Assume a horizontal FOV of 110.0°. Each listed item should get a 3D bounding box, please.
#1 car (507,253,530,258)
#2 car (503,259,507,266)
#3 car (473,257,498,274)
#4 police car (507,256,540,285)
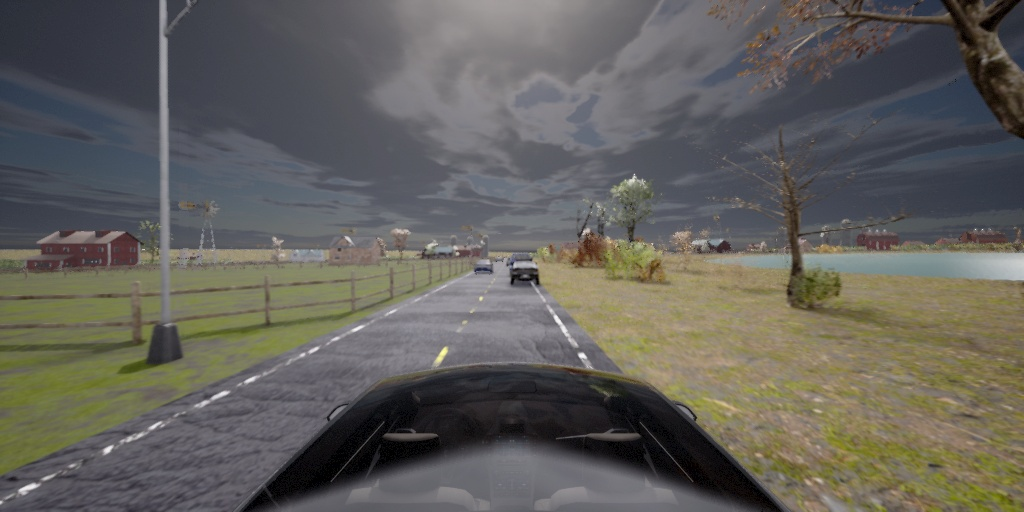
[{"bbox_3d":[0.830,0.753,34.617,2.150,2.045,5.566,0,0,0],"label":"car"},{"bbox_3d":[0.008,0.951,59.310,1.994,1.385,4.181,0,0,0],"label":"car"},{"bbox_3d":[-2.837,1.061,37.030,2.033,1.411,5.357,0,0,0],"label":"car"},{"bbox_3d":[0.828,1.017,24.699,1.930,1.638,5.238,0,0,0],"label":"police car"}]
